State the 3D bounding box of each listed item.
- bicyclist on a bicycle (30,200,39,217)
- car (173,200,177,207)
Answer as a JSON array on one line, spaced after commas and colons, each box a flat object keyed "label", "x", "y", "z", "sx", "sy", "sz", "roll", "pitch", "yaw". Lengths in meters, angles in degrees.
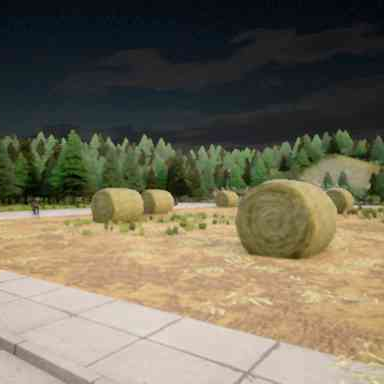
[{"label": "bicyclist on a bicycle", "x": -15.806, "y": 1.669, "z": 33.359, "sx": 1.656, "sy": 1.620, "sz": 0.582, "roll": -1, "pitch": -1, "yaw": 37}, {"label": "car", "x": -4.575, "y": 2.009, "z": 60.885, "sx": 1.994, "sy": 1.385, "sz": 4.181, "roll": -1, "pitch": 0, "yaw": 37}]
